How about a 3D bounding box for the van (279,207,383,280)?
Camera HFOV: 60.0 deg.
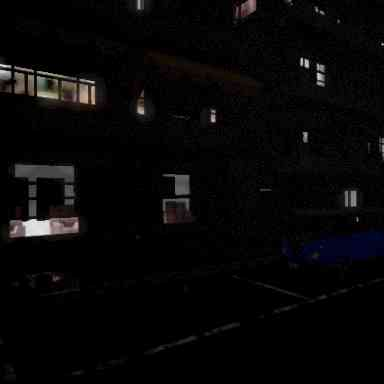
[{"bbox_3d":[4.273,1.338,9.619,3.998,1.788,1.690,0,0,-35],"label":"van"}]
